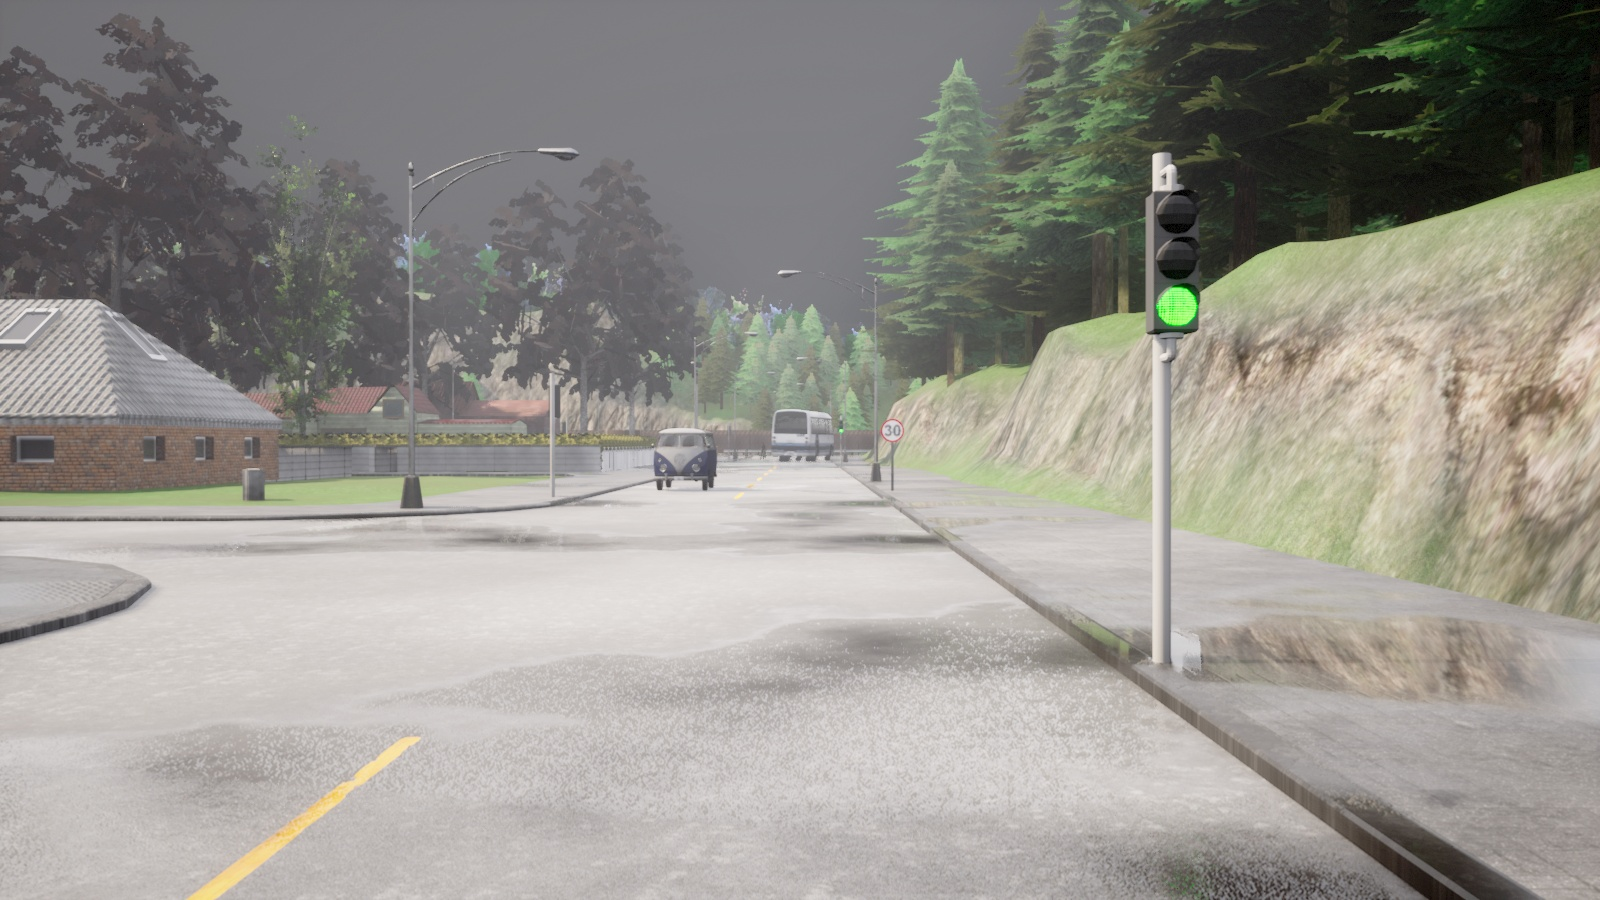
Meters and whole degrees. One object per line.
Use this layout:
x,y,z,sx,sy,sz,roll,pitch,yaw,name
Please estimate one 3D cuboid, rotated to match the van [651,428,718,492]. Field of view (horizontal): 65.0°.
-3.743,0.300,41.313,1.775,1.987,4.442,0,0,0,van
